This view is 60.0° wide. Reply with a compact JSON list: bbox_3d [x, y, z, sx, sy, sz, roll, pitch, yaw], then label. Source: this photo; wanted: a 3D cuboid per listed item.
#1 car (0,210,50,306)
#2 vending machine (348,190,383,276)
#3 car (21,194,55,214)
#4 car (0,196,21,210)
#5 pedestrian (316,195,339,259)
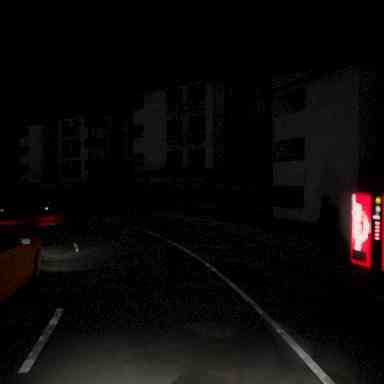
[{"bbox_3d":[-4.193,1.351,5.986,1.882,1.535,5.008,0,1,-11],"label":"car"},{"bbox_3d":[4.858,1.005,8.688,1.100,2.100,0.880,0,1,-13],"label":"vending machine"},{"bbox_3d":[-12.627,0.953,26.409,4.892,1.490,1.837,1,2,42],"label":"car"},{"bbox_3d":[-13.875,1.000,22.956,5.008,1.535,1.882,1,1,44],"label":"car"},{"bbox_3d":[3.813,0.939,9.286,0.375,1.860,0.375,0,1,-14],"label":"pedestrian"}]
